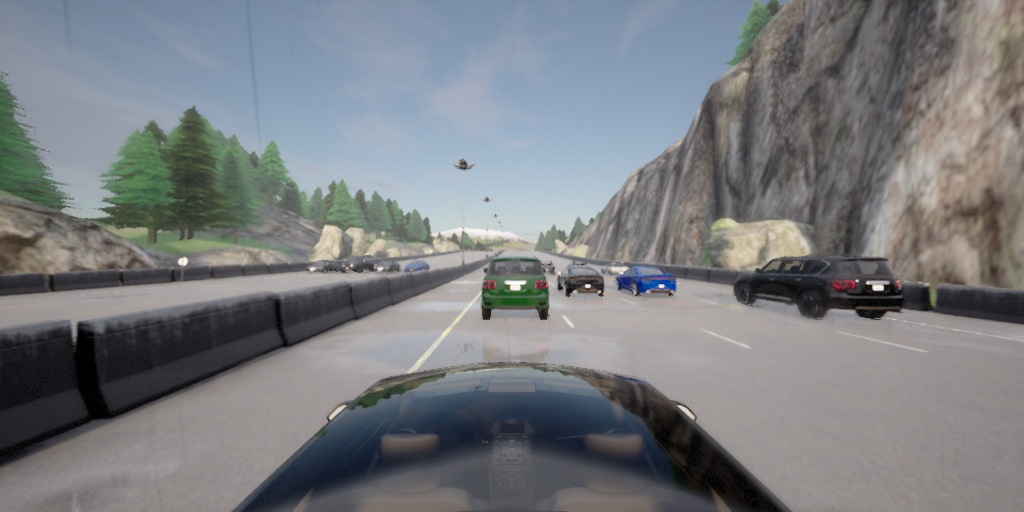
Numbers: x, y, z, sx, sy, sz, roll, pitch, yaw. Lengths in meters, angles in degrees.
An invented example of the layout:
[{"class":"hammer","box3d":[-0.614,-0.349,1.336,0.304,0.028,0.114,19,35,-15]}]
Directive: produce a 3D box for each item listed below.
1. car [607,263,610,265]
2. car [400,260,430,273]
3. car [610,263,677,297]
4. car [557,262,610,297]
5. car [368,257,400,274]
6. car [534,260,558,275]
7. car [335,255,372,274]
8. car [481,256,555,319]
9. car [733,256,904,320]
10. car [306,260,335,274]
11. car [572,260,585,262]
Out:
[{"class":"car","box3d":[10.610,1.338,37.243,1.895,1.301,4.718,0,0,0]},{"class":"car","box3d":[-10.579,1.194,40.258,1.882,1.535,5.008,0,0,0]},{"class":"car","box3d":[7.105,1.279,19.523,1.882,1.535,5.008,0,0,0]},{"class":"car","box3d":[3.605,1.279,19.502,1.882,1.535,5.008,0,0,0]},{"class":"car","box3d":[-14.078,1.204,40.716,2.128,1.511,4.902,0,0,0]},{"class":"car","box3d":[3.609,1.215,39.112,2.128,1.511,4.902,0,0,0]},{"class":"car","box3d":[-17.577,0.934,41.027,2.150,2.045,5.566,0,0,0]},{"class":"car","box3d":[0.104,1.019,13.243,2.150,2.045,5.566,0,0,0]},{"class":"car","box3d":[10.603,1.017,13.063,2.150,2.045,5.566,0,0,0]},{"class":"car","box3d":[-21.075,1.208,40.287,2.128,1.511,4.902,0,0,0]},{"class":"car","box3d":[7.109,1.216,38.926,2.128,1.511,4.902,0,0,0]}]
